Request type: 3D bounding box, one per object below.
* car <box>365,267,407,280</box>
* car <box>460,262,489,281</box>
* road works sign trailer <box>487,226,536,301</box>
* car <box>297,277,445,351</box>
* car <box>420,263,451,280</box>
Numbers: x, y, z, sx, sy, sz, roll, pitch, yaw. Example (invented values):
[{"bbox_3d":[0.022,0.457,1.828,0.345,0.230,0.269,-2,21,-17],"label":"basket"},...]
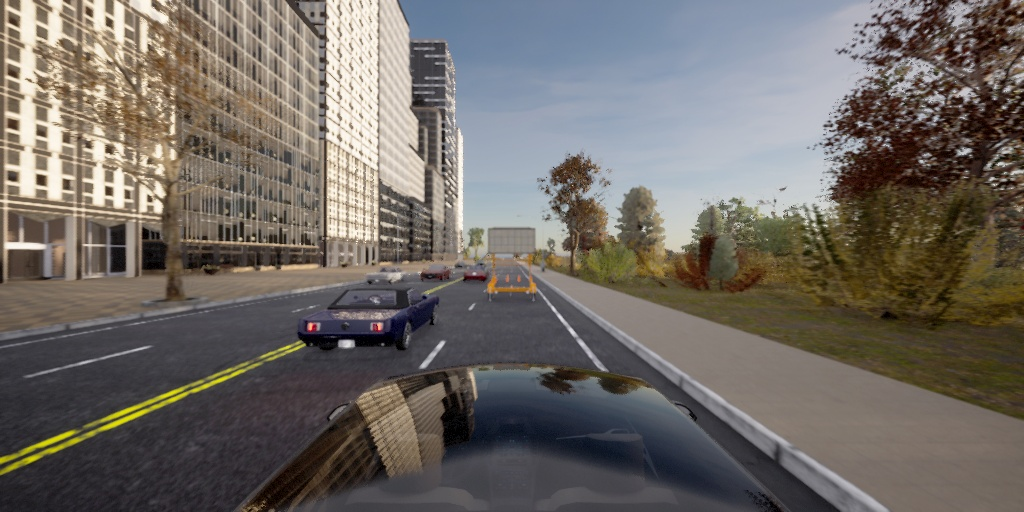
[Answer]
[{"bbox_3d":[-9.852,1.511,28.388,1.895,1.301,4.718,0,0,0],"label":"car"},{"bbox_3d":[-3.157,1.498,32.200,1.994,1.385,4.181,0,0,0],"label":"car"},{"bbox_3d":[-0.004,0.311,17.947,2.380,3.560,2.880,0,0,0],"label":"road works sign trailer"},{"bbox_3d":[-3.151,1.394,9.066,1.895,1.301,4.718,0,0,0],"label":"car"},{"bbox_3d":[-6.599,1.407,31.389,1.882,1.535,5.008,0,0,0],"label":"car"}]
